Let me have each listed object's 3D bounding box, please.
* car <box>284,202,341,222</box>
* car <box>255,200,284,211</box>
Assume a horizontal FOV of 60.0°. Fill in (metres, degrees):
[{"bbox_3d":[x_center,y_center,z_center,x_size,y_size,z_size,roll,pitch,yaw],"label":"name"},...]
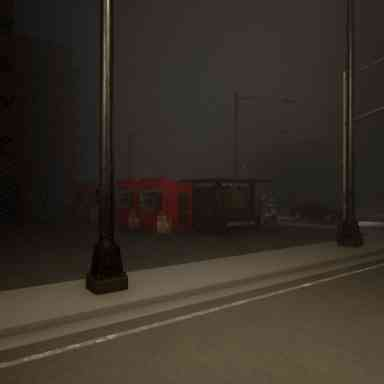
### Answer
[{"bbox_3d":[10.466,1.612,27.557,1.837,1.490,4.892,0,-1,-36],"label":"car"},{"bbox_3d":[10.503,1.787,45.670,2.128,1.511,4.902,0,-1,-36],"label":"car"}]
